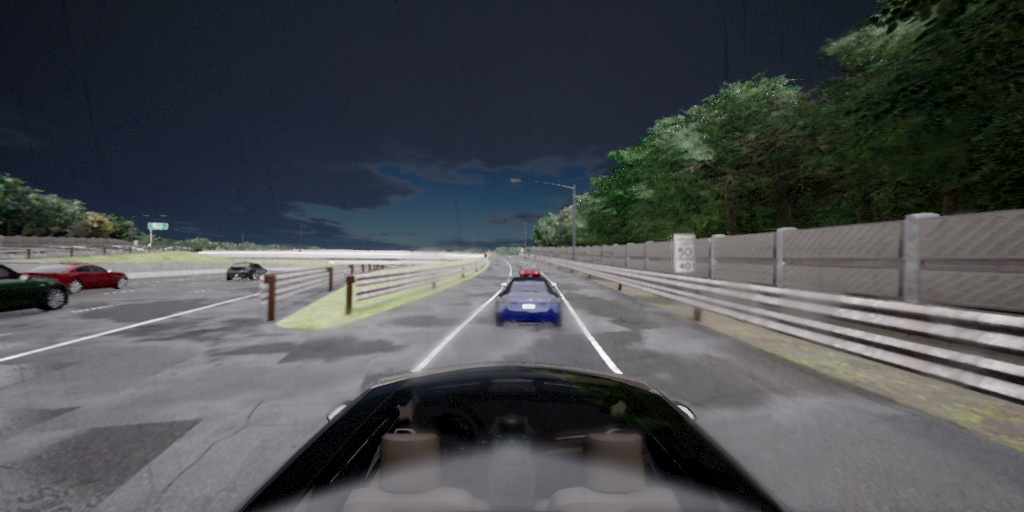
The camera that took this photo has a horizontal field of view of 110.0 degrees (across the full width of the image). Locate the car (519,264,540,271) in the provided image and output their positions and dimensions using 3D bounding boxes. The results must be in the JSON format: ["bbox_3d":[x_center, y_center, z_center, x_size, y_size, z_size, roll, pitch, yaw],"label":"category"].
[{"bbox_3d":[1.544,1.403,32.516,1.895,1.301,4.718,0,0,2],"label":"car"}]

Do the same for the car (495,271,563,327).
[{"bbox_3d":[0.556,1.369,11.859,1.994,1.385,4.181,0,0,3],"label":"car"}]

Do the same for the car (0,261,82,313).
[{"bbox_3d":[-15.941,0.957,10.469,2.097,1.767,4.553,1,-1,-18],"label":"car"}]

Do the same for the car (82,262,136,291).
[{"bbox_3d":[-22.075,1.106,18.149,1.882,1.535,5.008,1,-1,-18],"label":"car"}]

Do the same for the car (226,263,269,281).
[{"bbox_3d":[-22.323,1.317,30.406,1.837,1.490,4.892,1,-1,-18],"label":"car"}]
